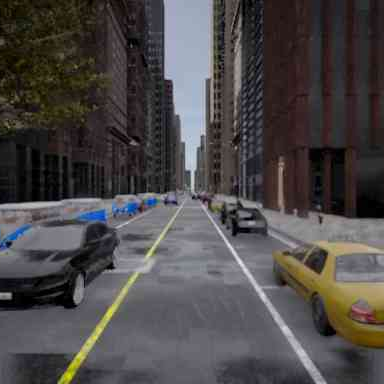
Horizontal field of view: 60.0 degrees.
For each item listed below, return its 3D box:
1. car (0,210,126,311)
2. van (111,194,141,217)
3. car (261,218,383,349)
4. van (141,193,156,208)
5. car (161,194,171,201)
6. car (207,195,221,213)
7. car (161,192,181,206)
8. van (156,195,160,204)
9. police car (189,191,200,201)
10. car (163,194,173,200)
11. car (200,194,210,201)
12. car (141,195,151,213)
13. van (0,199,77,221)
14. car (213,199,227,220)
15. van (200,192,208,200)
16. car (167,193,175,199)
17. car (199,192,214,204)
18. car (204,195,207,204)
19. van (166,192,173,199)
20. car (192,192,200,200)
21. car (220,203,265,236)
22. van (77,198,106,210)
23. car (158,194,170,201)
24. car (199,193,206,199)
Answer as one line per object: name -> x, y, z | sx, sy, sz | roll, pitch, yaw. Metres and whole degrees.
car -> -3.097, 1.430, 7.992 | 1.882, 1.535, 5.008 | 0, 0, 0
van -> -5.745, 1.176, 28.697 | 1.690, 1.788, 3.998 | 0, 0, 0
car -> 2.767, 1.487, 6.396 | 1.752, 1.417, 4.829 | 0, 0, 0
van -> -5.739, 1.115, 39.933 | 1.690, 1.788, 3.998 | 0, 0, 0
car -> -5.720, 1.146, 73.645 | 1.887, 1.381, 4.507 | 0, 0, 0
car -> 2.783, 1.329, 34.490 | 1.752, 1.417, 4.829 | 0, 0, 0
car -> -3.054, 1.202, 49.051 | 1.882, 1.535, 5.008 | 0, 0, 0
van -> -5.735, 1.084, 45.553 | 1.690, 1.788, 3.998 | 0, 0, 0
police car -> 0.941, 1.034, 72.128 | 1.930, 1.638, 5.238 | 0, 0, 0
car -> -5.717, 1.119, 79.263 | 1.887, 1.381, 4.507 | 0, 0, 0
car -> 2.805, 1.152, 73.651 | 2.008, 1.369, 4.403 | 0, 0, 0
car -> -5.742, 1.349, 34.316 | 1.887, 1.381, 4.507 | 0, 0, 0
van -> -5.755, 1.271, 11.842 | 1.690, 1.788, 3.998 | 0, 0, 0
car -> 2.777, 1.433, 23.082 | 1.947, 1.339, 4.313 | 0, 0, 0
van -> 2.808, 0.915, 79.268 | 1.690, 1.788, 3.998 | 0, 0, 0
car -> -5.710, 1.071, 90.499 | 2.008, 1.369, 4.403 | 0, 0, 0
car -> 2.796, 0.999, 56.794 | 2.192, 1.841, 5.009 | 0, 0, 0
car -> 2.786, 1.340, 39.939 | 1.947, 1.339, 4.313 | 0, 0, 0
van -> -5.714, 0.888, 84.880 | 1.690, 1.788, 3.998 | 0, 0, 0
car -> 0.947, 0.912, 81.988 | 2.097, 1.767, 4.553 | 0, 0, 0
car -> 2.773, 1.464, 17.464 | 1.947, 1.339, 4.313 | 0, 0, 0
van -> -5.751, 1.239, 17.461 | 1.690, 1.788, 3.998 | 0, 0, 0
car -> -5.724, 1.179, 68.032 | 2.008, 1.369, 4.403 | 0, 0, 0
car -> 2.815, 1.045, 90.677 | 1.752, 1.417, 4.829 | 0, 0, 0
